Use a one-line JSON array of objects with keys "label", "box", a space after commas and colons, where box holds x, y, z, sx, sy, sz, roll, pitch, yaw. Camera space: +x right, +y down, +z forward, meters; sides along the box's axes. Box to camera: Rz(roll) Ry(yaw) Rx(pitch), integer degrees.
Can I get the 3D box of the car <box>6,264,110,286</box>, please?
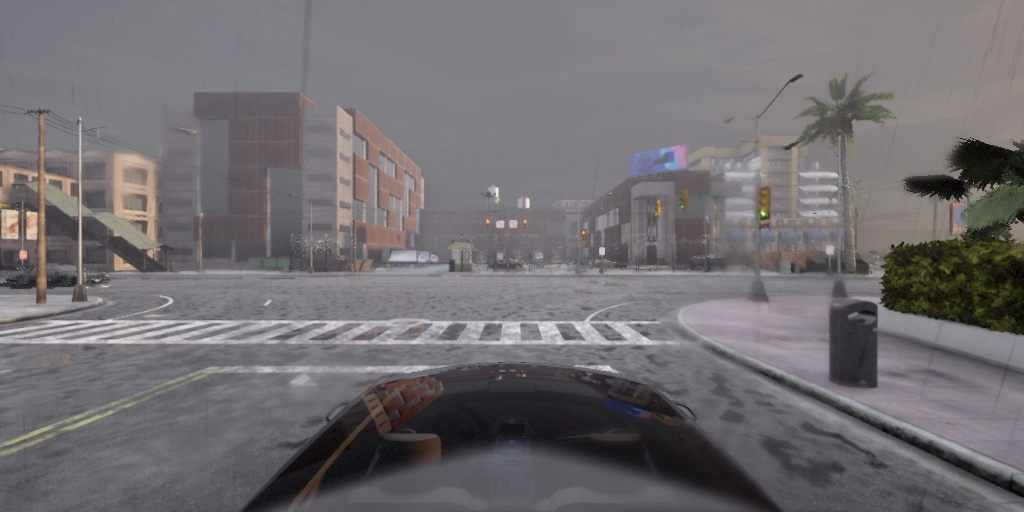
[{"label": "car", "box": [-31.122, 1.291, 24.656, 5.357, 1.411, 2.033, 0, 0, 1]}]
